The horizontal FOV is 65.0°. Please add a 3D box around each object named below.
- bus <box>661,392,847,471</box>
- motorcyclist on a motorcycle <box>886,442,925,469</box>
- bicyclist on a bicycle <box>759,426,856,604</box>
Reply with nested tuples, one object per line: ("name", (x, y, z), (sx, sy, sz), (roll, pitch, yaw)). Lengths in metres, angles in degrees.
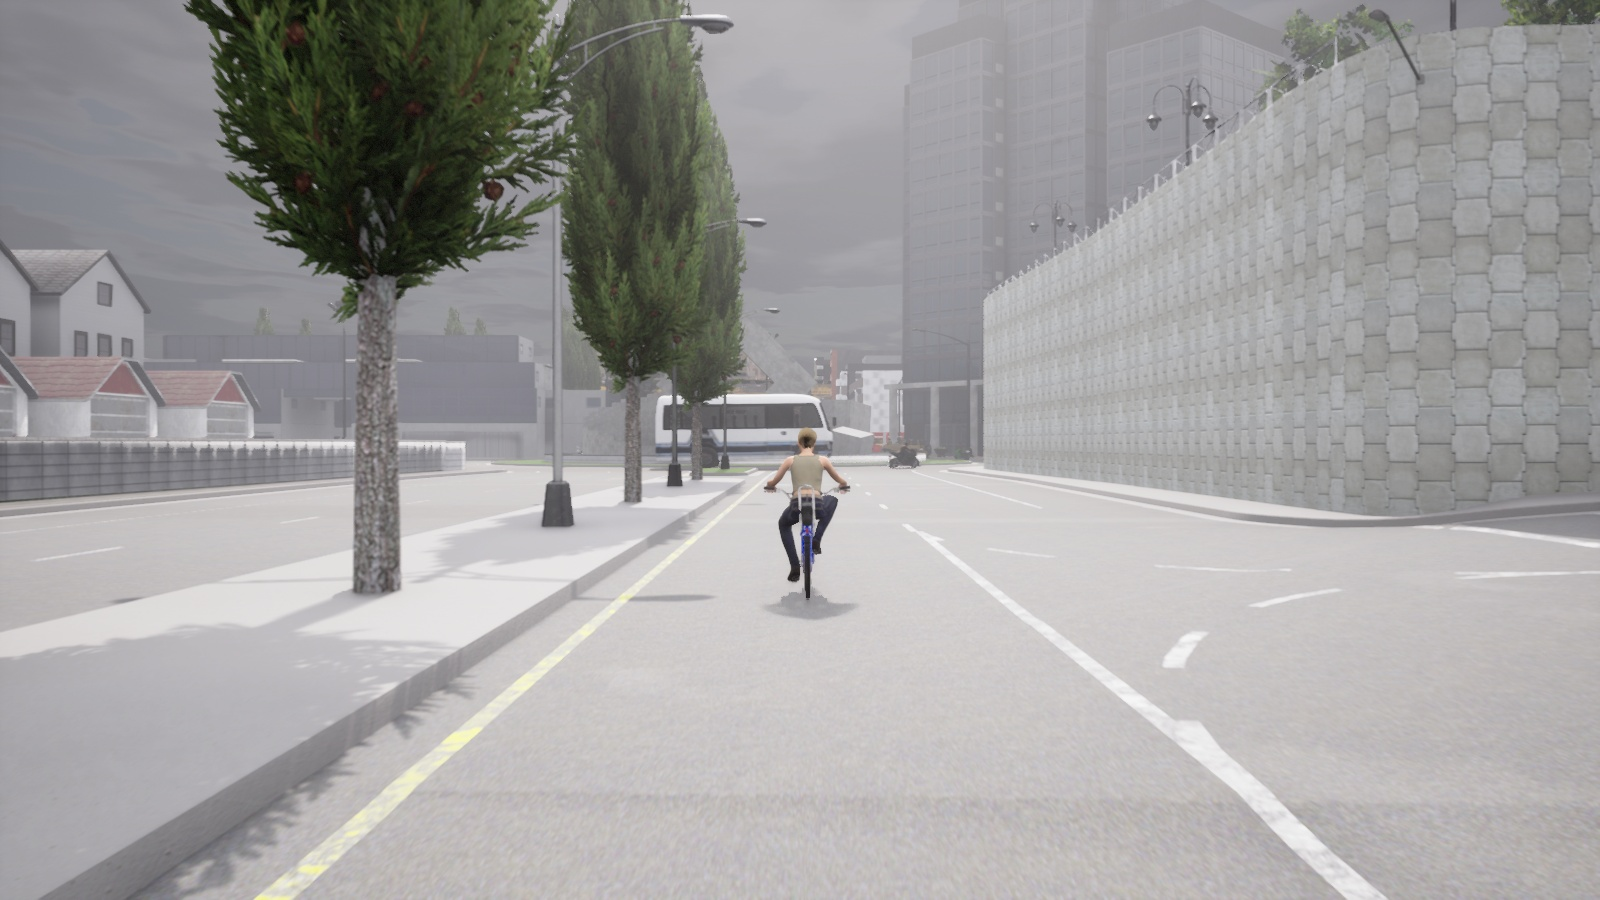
("bus", (-2.549, -1.054, 71.690), (10.273, 4.253, 3.944), (-1, 1, 1))
("motorcyclist on a motorcycle", (5.970, 0.316, 70.879), (2.044, 1.523, 0.797), (0, 0, -27))
("bicyclist on a bicycle", (0.076, 0.589, 12.194), (0.866, 1.612, 1.509), (0, 0, 1))
